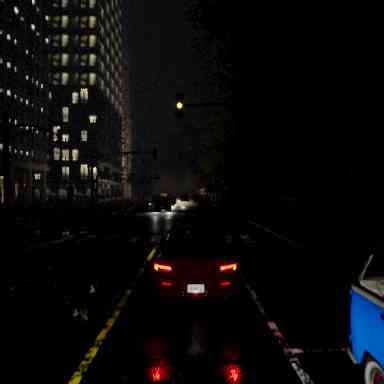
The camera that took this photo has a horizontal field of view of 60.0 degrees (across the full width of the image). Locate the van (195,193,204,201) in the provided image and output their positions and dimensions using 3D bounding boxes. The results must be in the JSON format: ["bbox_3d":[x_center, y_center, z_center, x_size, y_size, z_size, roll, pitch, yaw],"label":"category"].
[{"bbox_3d":[1.731,1.284,51.259,1.690,1.788,3.998,0,0,-2],"label":"van"}]

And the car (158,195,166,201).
[{"bbox_3d":[-7.557,1.471,84.138,1.802,1.307,4.206,0,0,-3],"label":"car"}]

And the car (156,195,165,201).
[{"bbox_3d":[-7.303,1.444,78.594,1.887,1.381,4.507,0,0,-2],"label":"car"}]

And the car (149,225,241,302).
[{"bbox_3d":[0.051,1.519,8.106,1.812,1.442,4.674,0,0,0],"label":"car"}]

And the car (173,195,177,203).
[{"bbox_3d":[-3.672,1.507,51.199,1.994,1.385,4.181,0,0,-2],"label":"car"}]

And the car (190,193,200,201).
[{"bbox_3d":[0.713,1.213,78.970,2.192,1.841,5.009,0,0,-3],"label":"car"}]

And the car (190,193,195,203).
[{"bbox_3d":[1.162,1.443,68.053,1.752,1.417,4.829,0,0,-2],"label":"car"}]

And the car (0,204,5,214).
[{"bbox_3d":[-18.230,1.356,28.529,4.206,1.307,1.802,1,0,3],"label":"car"}]

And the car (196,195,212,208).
[{"bbox_3d":[1.883,1.476,45.887,1.752,1.417,4.829,0,0,-2],"label":"car"}]

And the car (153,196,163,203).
[{"bbox_3d":[-6.849,1.463,67.507,1.887,1.381,4.507,0,0,-2],"label":"car"}]

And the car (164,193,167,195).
[{"bbox_3d":[-4.064,1.279,64.238,2.097,1.767,4.553,0,0,-1],"label":"car"}]

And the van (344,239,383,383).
[{"bbox_3d":[2.557,1.339,2.171,1.690,1.788,3.998,0,0,0],"label":"van"}]

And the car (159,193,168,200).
[{"bbox_3d":[-8.108,1.182,95.219,2.192,1.841,5.009,0,0,-3],"label":"car"}]

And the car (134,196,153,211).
[{"bbox_3d":[-5.846,1.510,39.794,2.008,1.369,4.403,0,0,-1],"label":"car"}]

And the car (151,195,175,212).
[{"bbox_3d":[-3.361,1.464,39.060,1.837,1.490,4.892,0,0,-1],"label":"car"}]

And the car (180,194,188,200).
[{"bbox_3d":[-1.927,1.206,80.616,1.882,1.535,5.008,0,0,-3],"label":"car"}]

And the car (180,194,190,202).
[{"bbox_3d":[-1.505,1.501,70.641,1.895,1.301,4.718,0,0,-2],"label":"car"}]

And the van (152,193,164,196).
[{"bbox_3d":[-6.646,1.269,61.964,1.690,1.788,3.998,0,0,-2],"label":"van"}]
